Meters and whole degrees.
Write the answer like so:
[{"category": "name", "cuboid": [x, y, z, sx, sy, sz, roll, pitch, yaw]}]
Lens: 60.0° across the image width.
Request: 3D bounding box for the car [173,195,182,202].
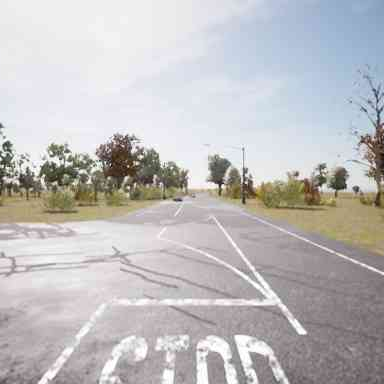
[{"category": "car", "cuboid": [-3.266, 1.406, 73.568, 1.882, 1.535, 5.008, 0, 0, 0]}]
